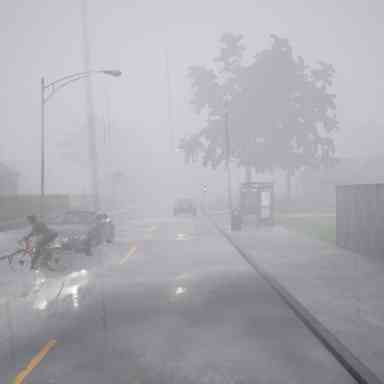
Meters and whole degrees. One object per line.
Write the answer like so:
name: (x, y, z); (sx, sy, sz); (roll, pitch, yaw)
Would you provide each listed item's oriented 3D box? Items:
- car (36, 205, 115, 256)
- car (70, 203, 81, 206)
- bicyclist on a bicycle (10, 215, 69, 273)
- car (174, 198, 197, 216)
car: (-4.377, 1.491, 13.175); (2.128, 1.511, 4.902); (0, 0, 0)
car: (-13.672, 1.356, 33.109); (5.357, 1.415, 2.033); (0, 0, 1)
bicyclist on a bicycle: (-4.254, 1.455, 9.234); (1.656, 1.620, 0.582); (-2, 0, -1)
car: (-0.662, 1.352, 32.212); (2.097, 1.767, 4.553); (0, 0, -1)
